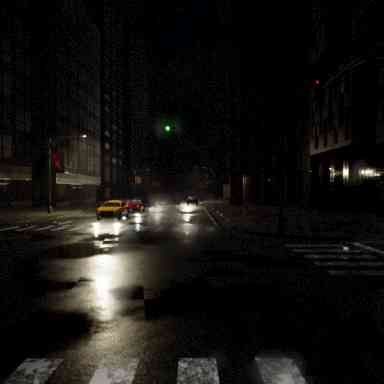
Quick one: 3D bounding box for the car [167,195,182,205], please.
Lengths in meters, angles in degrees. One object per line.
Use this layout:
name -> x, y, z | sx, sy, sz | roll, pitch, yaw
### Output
car -> -3.175, 1.359, 57.421 | 2.097, 1.767, 4.553 | 0, 0, 0

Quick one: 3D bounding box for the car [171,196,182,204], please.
car -> -3.162, 1.573, 67.489 | 1.994, 1.385, 4.181 | 0, 0, 0

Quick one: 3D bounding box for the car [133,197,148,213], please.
car -> -6.545, 1.604, 37.954 | 1.895, 1.301, 4.718 | 0, 0, 0

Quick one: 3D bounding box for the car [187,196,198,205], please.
car -> 0.074, 1.499, 57.064 | 2.128, 1.511, 4.902 | 0, 0, 0

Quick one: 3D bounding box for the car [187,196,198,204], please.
car -> 0.089, 1.573, 67.485 | 1.994, 1.385, 4.181 | 0, 0, 0

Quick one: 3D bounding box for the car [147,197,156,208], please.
car -> -6.524, 1.483, 49.077 | 1.882, 1.535, 5.008 | 0, 0, 0

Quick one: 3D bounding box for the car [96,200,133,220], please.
car -> -6.553, 1.479, 27.952 | 1.882, 1.535, 5.008 | 0, 0, 0
